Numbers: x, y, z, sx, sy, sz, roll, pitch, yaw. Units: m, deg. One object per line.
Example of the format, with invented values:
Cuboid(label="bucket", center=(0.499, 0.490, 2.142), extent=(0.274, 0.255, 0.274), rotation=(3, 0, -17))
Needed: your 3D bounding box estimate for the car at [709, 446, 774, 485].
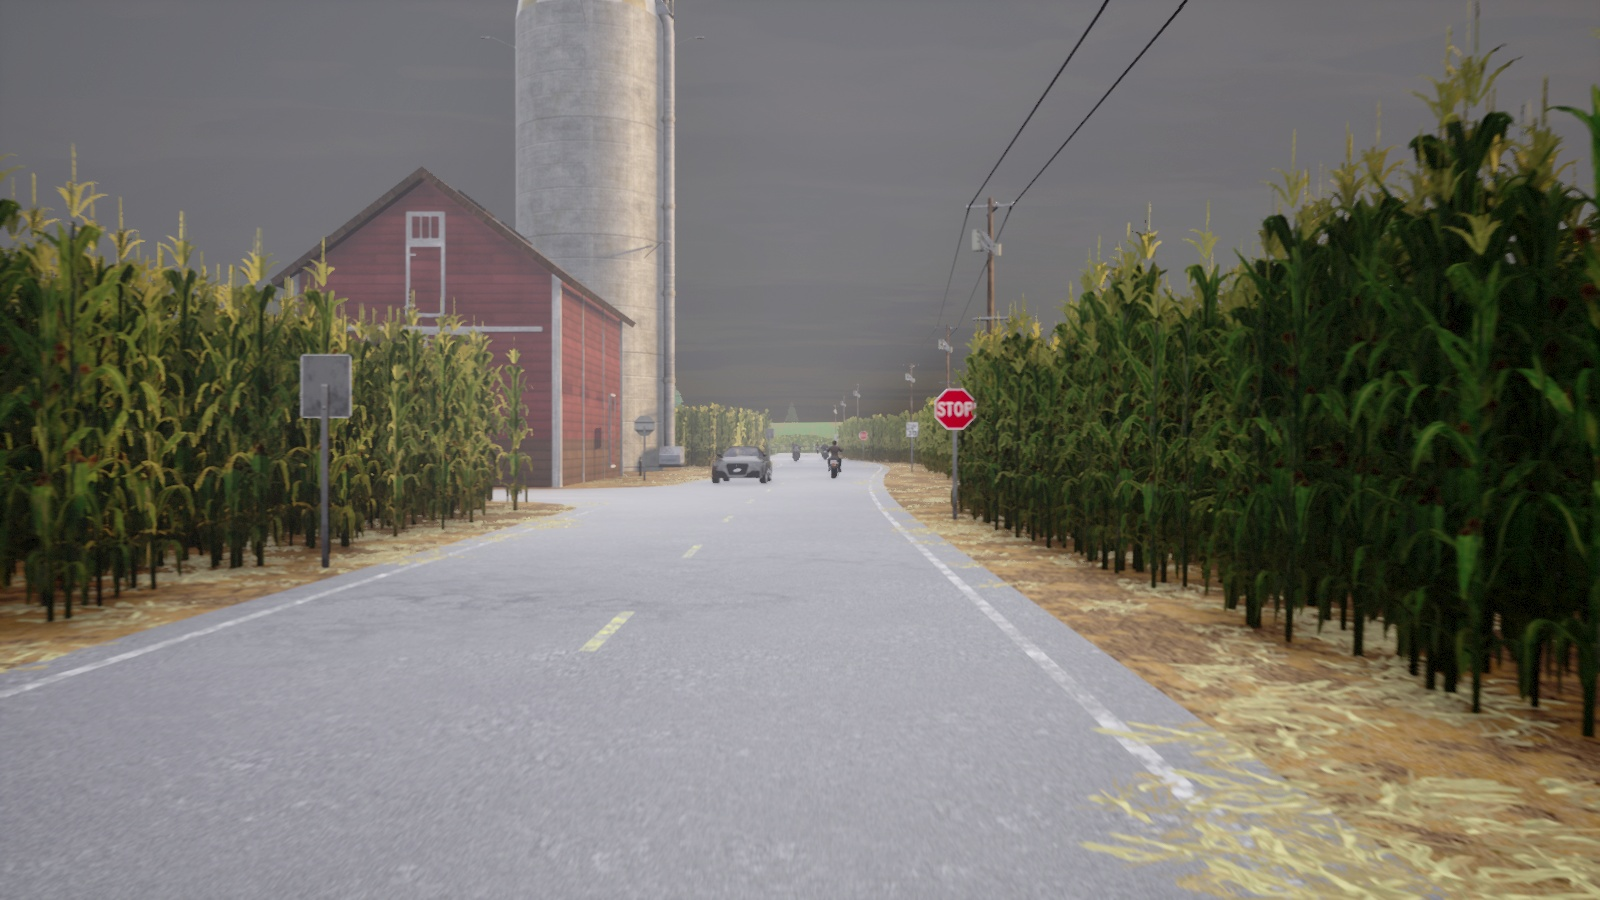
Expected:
Cuboid(label="car", center=(-2.155, 0.542, 47.261), extent=(1.994, 1.385, 4.181), rotation=(0, 0, 4))

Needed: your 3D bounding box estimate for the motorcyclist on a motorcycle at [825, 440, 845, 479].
Cuboid(label="motorcyclist on a motorcycle", center=(1.506, 0.394, 53.886), extent=(0.766, 1.649, 2.350), rotation=(0, 0, 4))
